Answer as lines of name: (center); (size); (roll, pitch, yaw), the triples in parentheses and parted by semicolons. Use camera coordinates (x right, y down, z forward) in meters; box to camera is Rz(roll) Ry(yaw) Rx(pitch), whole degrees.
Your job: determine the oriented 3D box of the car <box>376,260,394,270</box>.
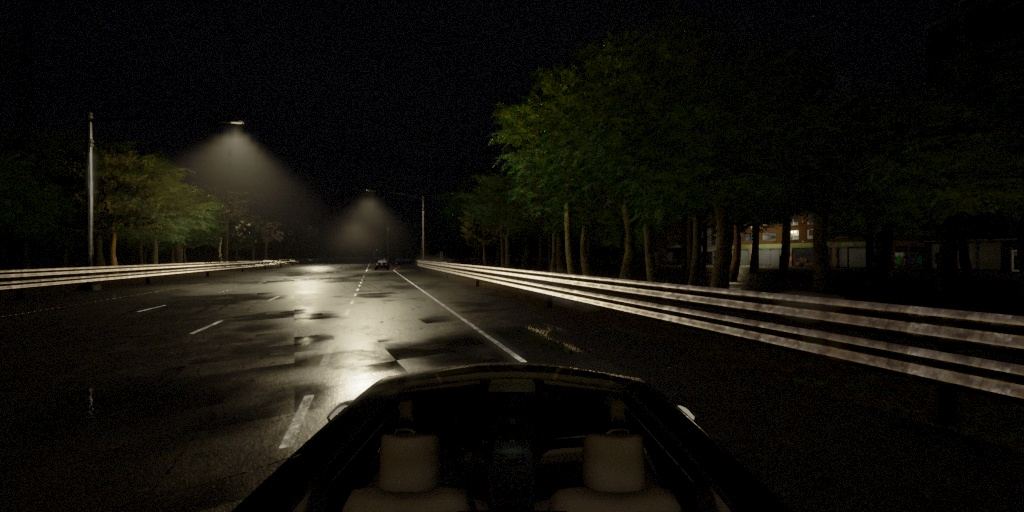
car: (-19.473, 1.292, 54.186); (2.033, 1.411, 5.357); (0, 0, -15)
